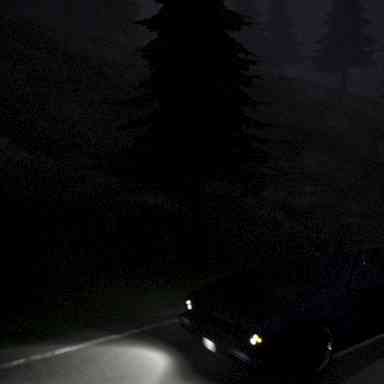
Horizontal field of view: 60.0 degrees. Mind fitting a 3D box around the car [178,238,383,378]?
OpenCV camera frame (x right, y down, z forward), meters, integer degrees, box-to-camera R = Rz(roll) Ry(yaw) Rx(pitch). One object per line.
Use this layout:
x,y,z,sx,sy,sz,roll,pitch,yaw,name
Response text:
2.464,1.547,5.653,5.357,1.411,2.033,0,0,-32,car
